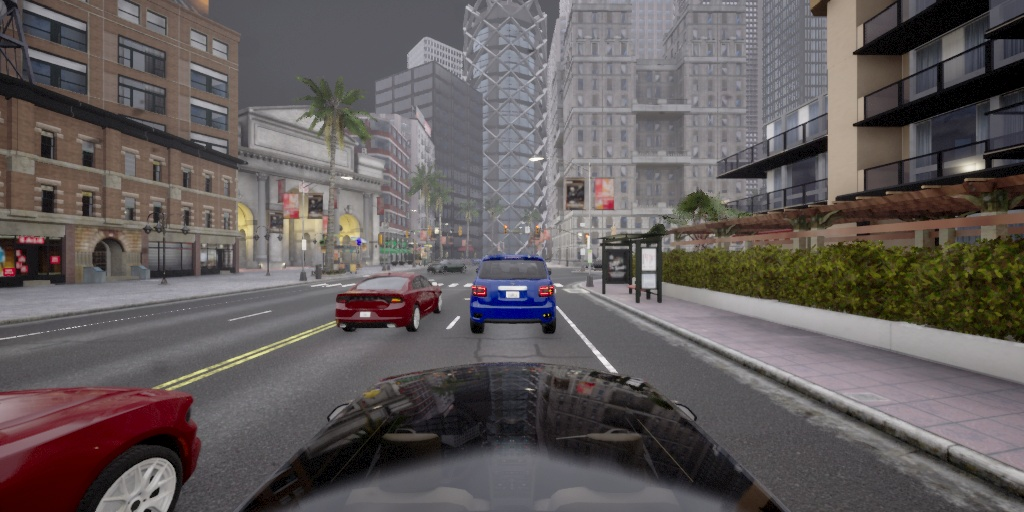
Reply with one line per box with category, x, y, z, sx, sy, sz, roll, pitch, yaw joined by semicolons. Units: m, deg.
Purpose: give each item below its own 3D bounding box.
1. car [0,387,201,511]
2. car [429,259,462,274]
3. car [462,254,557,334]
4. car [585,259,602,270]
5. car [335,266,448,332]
car;-3.390;1.228;0.753;1.882;1.535;5.008;0;0;0
car;-7.161;1.102;39.359;2.097;1.767;4.553;0;0;38
car;0.052;0.971;10.823;2.150;2.045;5.566;0;0;1
car;12.878;1.227;51.099;5.008;1.535;1.882;0;0;3
car;-3.443;1.228;10.932;1.882;1.535;5.008;0;0;0
